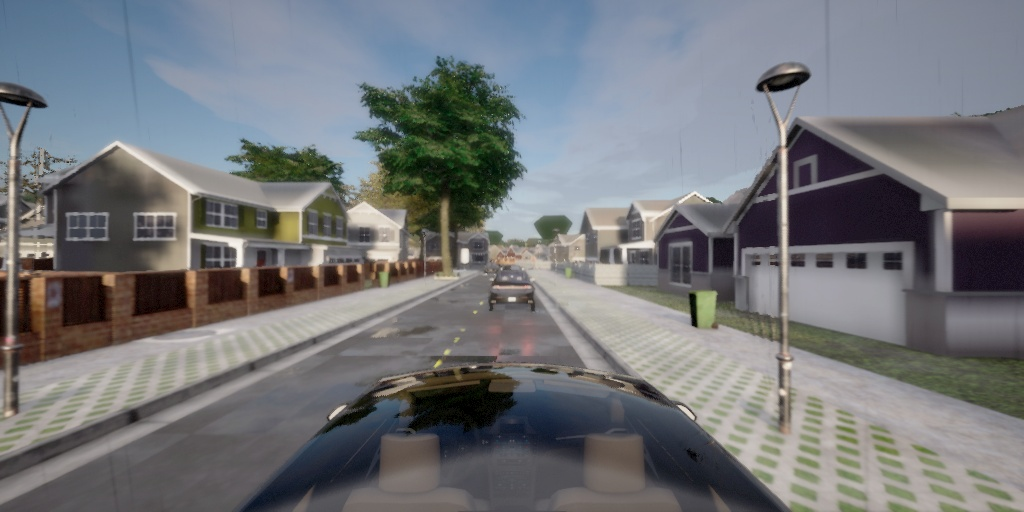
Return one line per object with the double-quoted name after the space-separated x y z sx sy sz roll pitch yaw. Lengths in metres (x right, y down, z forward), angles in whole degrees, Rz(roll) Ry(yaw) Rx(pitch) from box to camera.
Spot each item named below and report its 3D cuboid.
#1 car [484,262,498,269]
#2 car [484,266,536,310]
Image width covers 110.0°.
-2.773 1.644 49.415 1.837 1.490 4.892 0 -1 0 "car"
0.015 1.366 15.360 2.128 1.511 4.902 0 0 0 "car"
